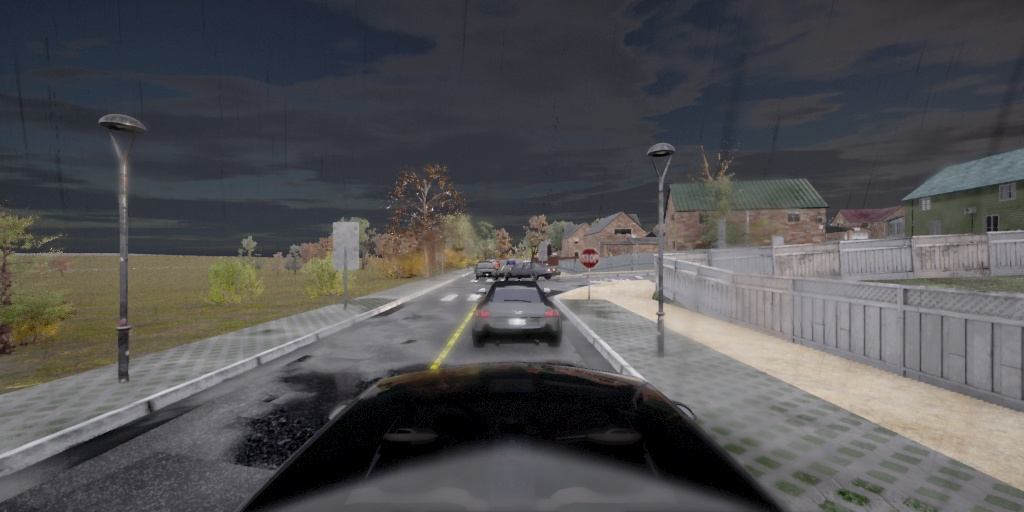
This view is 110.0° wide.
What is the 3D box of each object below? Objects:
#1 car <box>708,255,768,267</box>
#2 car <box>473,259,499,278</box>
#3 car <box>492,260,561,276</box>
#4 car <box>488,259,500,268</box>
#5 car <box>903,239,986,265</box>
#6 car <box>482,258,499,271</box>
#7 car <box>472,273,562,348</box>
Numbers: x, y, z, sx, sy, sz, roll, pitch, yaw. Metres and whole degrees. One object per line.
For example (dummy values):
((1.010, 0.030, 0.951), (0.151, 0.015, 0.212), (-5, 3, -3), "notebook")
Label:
((14.329, 0.413, 22.714), (4.181, 1.385, 1.994), (-3, 0, 16), "car")
((-2.334, 1.258, 31.201), (1.837, 1.490, 4.892), (0, 0, -8), "car")
((1.262, 1.198, 28.300), (5.357, 1.411, 2.033), (-4, -3, 43), "car")
((-3.000, 1.257, 61.054), (1.882, 1.535, 5.008), (0, 0, 0), "car")
((23.836, -0.208, 20.318), (4.902, 1.511, 2.128), (-3, 0, 14), "car")
((-2.986, 1.121, 51.017), (2.097, 1.767, 4.553), (0, 0, 0), "car")
((0.081, 1.313, 9.282), (1.994, 1.385, 4.181), (0, 0, -1), "car")
